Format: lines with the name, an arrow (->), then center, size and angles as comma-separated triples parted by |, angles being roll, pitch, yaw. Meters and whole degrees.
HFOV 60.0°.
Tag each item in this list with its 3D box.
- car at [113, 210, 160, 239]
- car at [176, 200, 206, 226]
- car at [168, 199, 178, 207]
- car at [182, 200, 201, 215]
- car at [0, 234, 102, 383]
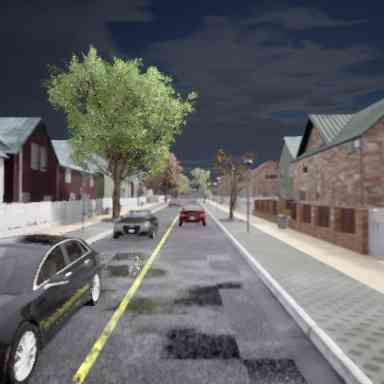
car -> -2.840, 1.648, 17.690 | 1.994, 1.385, 4.181 | 0, 0, 1
car -> 0.032, 1.595, 24.751 | 1.882, 1.535, 5.008 | 0, 0, 0
car -> -2.866, 1.836, 55.234 | 1.994, 1.385, 4.181 | 0, 0, 0
car -> 0.004, 1.731, 38.128 | 2.033, 1.411, 5.357 | 0, 0, 0
car -> -2.847, 1.532, 5.386 | 1.837, 1.490, 4.892 | 0, 0, 0
